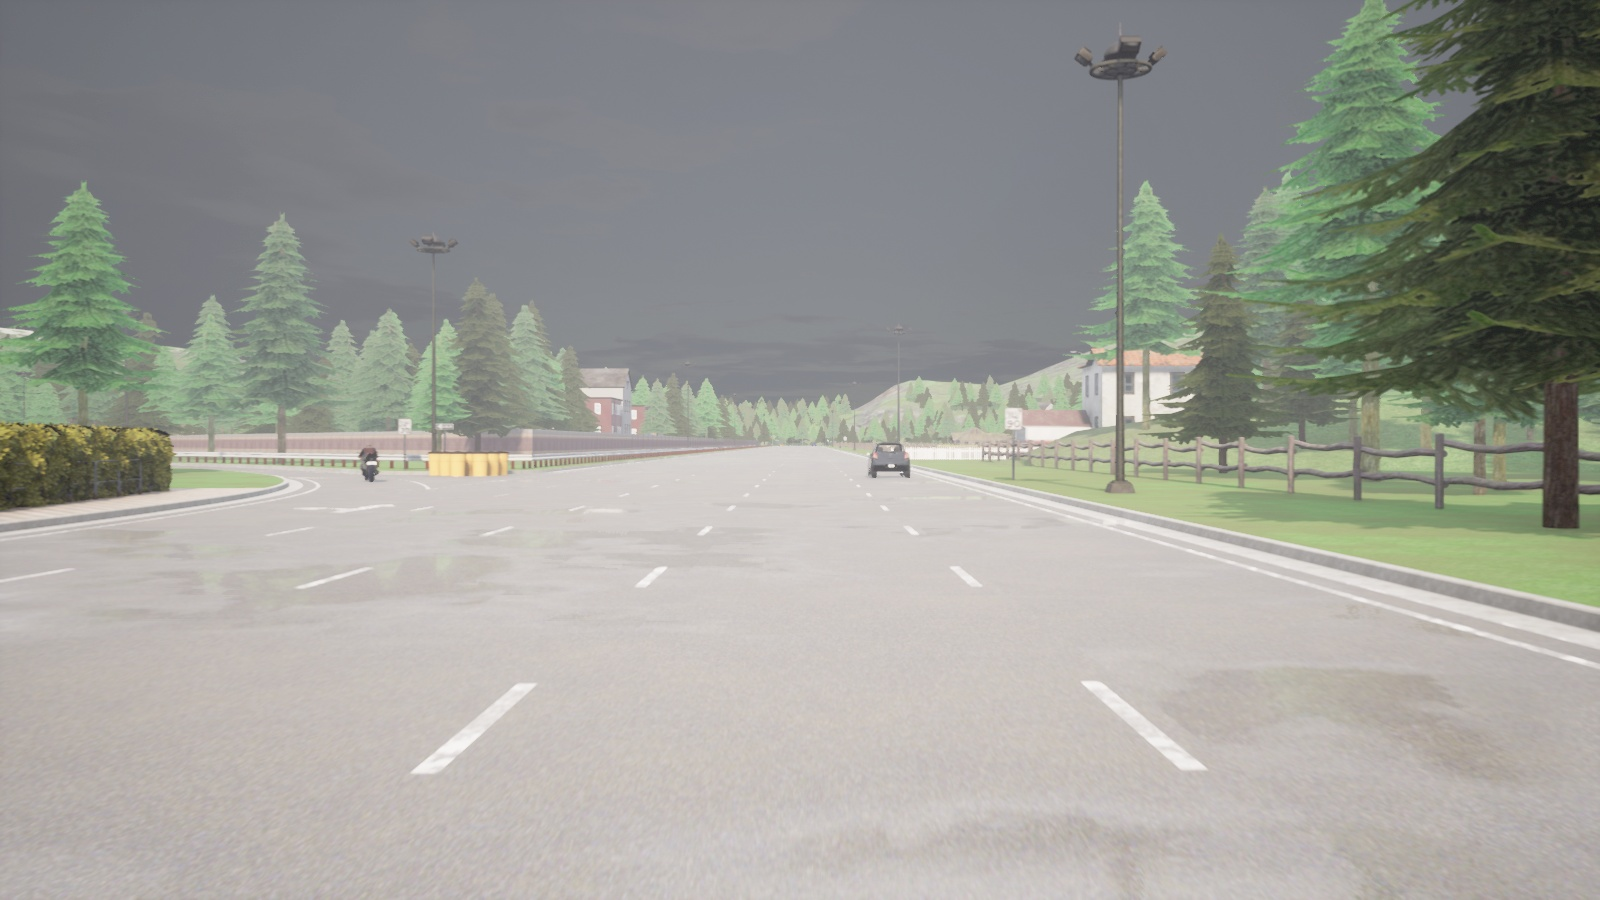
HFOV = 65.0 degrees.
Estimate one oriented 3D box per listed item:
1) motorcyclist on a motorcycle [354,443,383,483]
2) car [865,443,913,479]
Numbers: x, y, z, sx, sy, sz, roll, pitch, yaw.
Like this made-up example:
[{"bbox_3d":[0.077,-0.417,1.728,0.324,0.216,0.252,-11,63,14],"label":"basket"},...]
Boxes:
[{"bbox_3d":[-16.777,0.491,48.788,0.866,1.530,2.191,0,0,-24],"label":"motorcyclist on a motorcycle"},{"bbox_3d":[3.831,0.455,54.551,1.845,1.501,3.633,0,1,0],"label":"car"}]
